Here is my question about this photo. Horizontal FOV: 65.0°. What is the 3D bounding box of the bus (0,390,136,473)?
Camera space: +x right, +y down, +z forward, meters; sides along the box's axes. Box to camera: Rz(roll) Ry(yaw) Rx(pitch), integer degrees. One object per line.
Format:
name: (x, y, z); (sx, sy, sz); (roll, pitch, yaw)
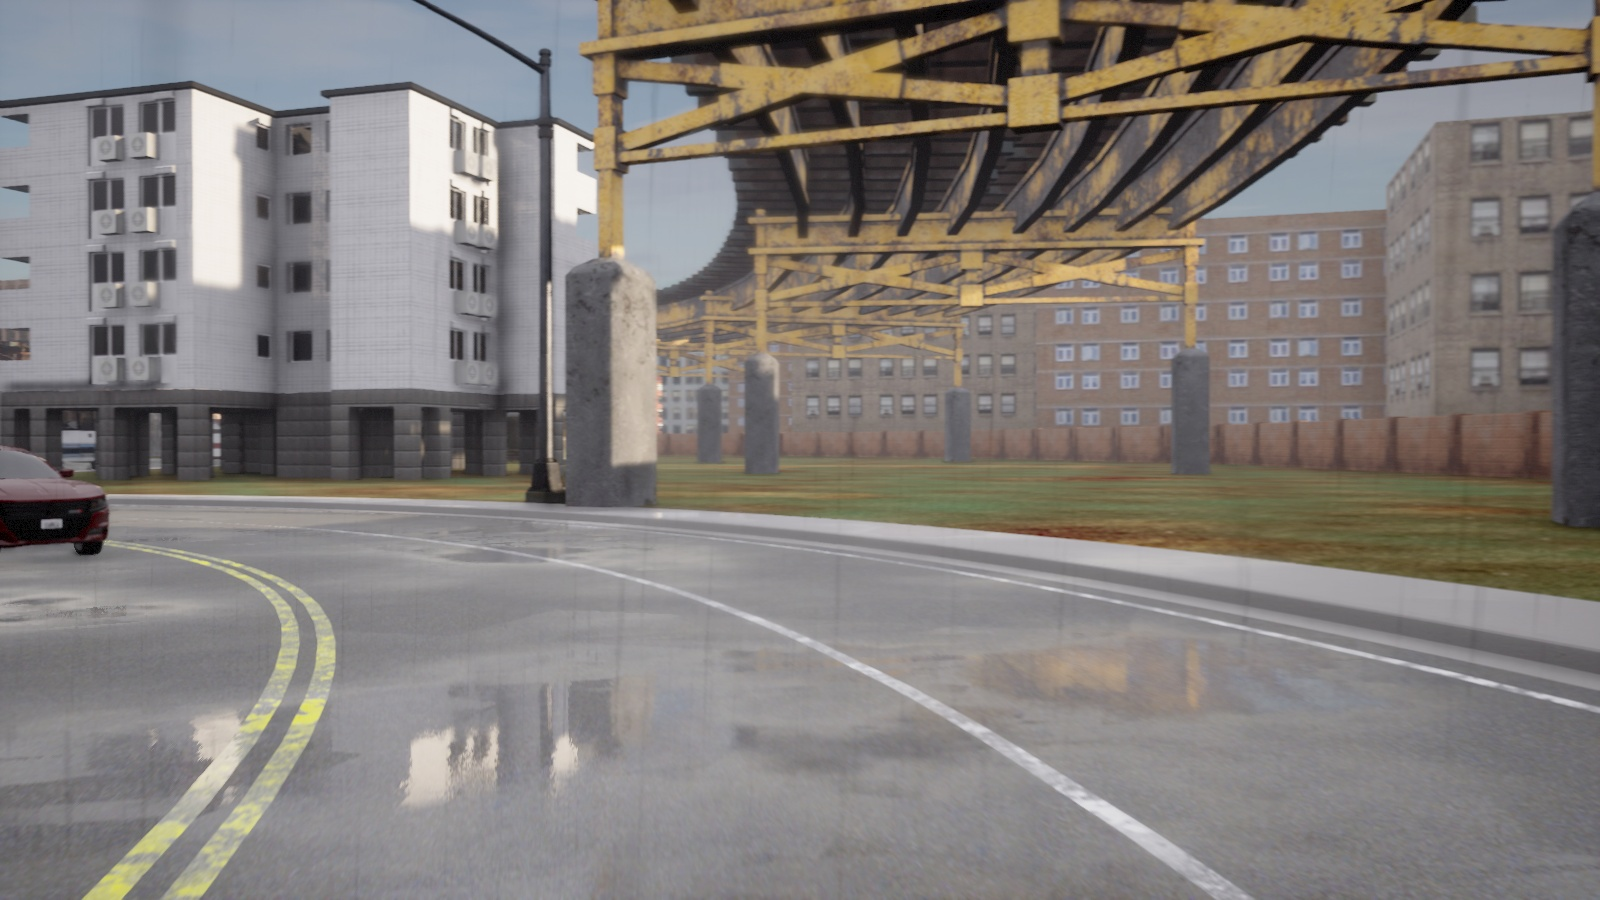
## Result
bus: (-41.852, -1.001, 69.805); (3.944, 4.253, 10.273); (0, 0, 3)

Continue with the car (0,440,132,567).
car: (-11.265, 0.634, 17.163); (5.008, 1.535, 1.882); (0, 0, 38)
